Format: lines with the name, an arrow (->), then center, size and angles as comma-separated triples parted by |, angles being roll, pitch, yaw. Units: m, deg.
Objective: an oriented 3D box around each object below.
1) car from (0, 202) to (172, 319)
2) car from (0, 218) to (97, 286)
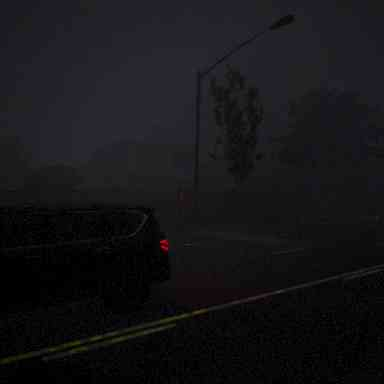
car -> -3.022, 1.230, 6.135 | 5.566, 2.045, 2.150 | 1, 0, -35
car -> -5.462, 1.552, 8.695 | 5.357, 1.411, 2.033 | 1, 0, -35
